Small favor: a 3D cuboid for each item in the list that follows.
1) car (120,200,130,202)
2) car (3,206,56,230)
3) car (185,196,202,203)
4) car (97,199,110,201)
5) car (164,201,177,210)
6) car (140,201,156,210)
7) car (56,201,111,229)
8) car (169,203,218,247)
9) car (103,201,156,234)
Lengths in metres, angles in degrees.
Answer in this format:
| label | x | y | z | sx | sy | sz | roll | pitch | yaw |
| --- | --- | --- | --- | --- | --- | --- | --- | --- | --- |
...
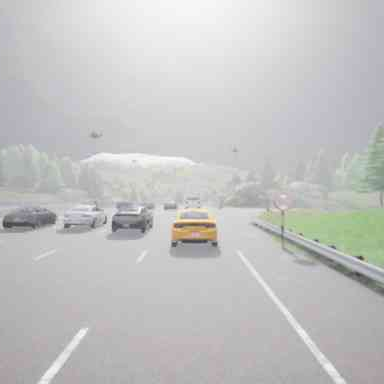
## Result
| label | x | y | z | sx | sy | sz | roll | pitch | yaw |
| --- | --- | --- | --- | --- | --- | --- | --- | --- | --- |
| car | -10.267 | 1.971 | 51.842 | 1.882 | 1.535 | 5.008 | 0 | -1 | 1 |
| car | -10.397 | 1.606 | 21.749 | 1.994 | 1.385 | 4.181 | 0 | 0 | 0 |
| car | 0.160 | 1.650 | 47.338 | 2.150 | 2.045 | 5.566 | 0 | -1 | 1 |
| car | -23.843 | 2.889 | 92.327 | 2.097 | 1.767 | 4.553 | 0 | -2 | 1 |
| car | -3.260 | 2.096 | 52.683 | 1.994 | 1.385 | 4.181 | 0 | -1 | 1 |
| car | -6.769 | 2.068 | 51.600 | 1.994 | 1.385 | 4.181 | 0 | -1 | 1 |
| car | -6.897 | 1.574 | 21.824 | 1.812 | 1.442 | 4.674 | 0 | 0 | 0 |
| car | 0.102 | 1.500 | 15.246 | 1.882 | 1.535 | 5.008 | 0 | 0 | 0 |
| car | -3.397 | 1.535 | 19.602 | 2.128 | 1.511 | 4.902 | 0 | 0 | 0 |
